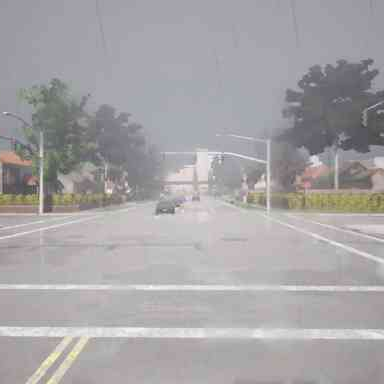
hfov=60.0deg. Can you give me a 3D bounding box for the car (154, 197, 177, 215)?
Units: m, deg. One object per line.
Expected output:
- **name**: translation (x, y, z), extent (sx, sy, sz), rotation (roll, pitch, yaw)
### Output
- **car**: translation (-2.683, 1.505, 33.473), extent (1.837, 1.490, 4.892), rotation (0, 0, -3)

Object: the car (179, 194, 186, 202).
- **car**: translation (-2.691, 1.477, 63.612), extent (1.882, 1.535, 5.008), rotation (0, 0, 1)

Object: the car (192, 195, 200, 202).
- **car**: translation (0.964, 1.500, 79.081), extent (1.837, 1.490, 4.892), rotation (0, 0, 0)

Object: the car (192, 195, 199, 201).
- **car**: translation (1.032, 1.514, 89.479), extent (1.812, 1.442, 4.674), rotation (0, 0, 0)

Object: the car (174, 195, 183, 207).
- **car**: translation (-2.825, 1.548, 50.336), extent (2.033, 1.411, 5.357), rotation (0, 0, 0)

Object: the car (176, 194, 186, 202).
- **car**: translation (-2.540, 1.353, 78.610), extent (2.097, 1.767, 4.553), rotation (0, 0, 0)
